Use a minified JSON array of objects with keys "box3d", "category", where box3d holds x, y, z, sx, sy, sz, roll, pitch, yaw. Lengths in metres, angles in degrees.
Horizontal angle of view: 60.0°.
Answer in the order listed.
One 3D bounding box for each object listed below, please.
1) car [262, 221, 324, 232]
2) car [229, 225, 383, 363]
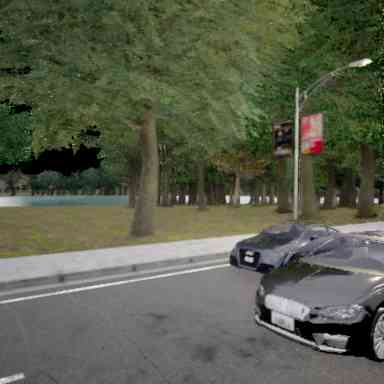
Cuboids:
[{"box3d":[3.122,1.593,9.901,4.181,1.385,1.994,0,0,-35],"category":"car"},{"box3d":[3.239,1.512,5.993,4.902,1.511,2.128,0,0,-35],"category":"car"}]
